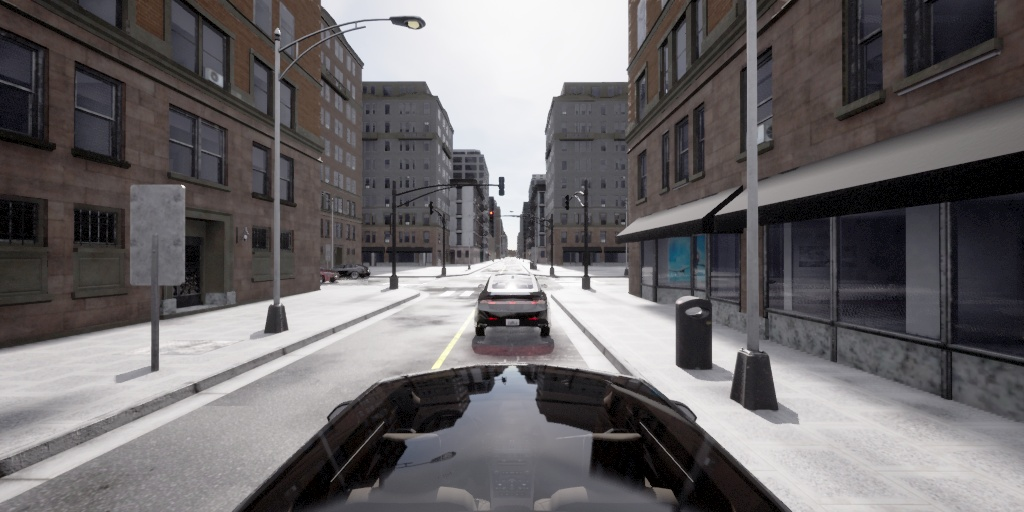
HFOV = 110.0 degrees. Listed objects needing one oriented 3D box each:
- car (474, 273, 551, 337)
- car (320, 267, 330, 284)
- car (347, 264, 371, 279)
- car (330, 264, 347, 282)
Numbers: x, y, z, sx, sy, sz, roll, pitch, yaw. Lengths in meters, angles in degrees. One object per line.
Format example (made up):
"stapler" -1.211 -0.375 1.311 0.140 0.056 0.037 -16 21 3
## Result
"car" 0.022 1.242 10.302 2.128 1.511 4.902 0 0 0
"car" -14.713 1.289 23.487 4.313 1.339 1.948 0 0 0
"car" -14.686 1.330 31.513 4.313 1.339 1.948 0 0 0
"car" -14.743 1.300 26.031 4.181 1.385 1.994 0 0 0
